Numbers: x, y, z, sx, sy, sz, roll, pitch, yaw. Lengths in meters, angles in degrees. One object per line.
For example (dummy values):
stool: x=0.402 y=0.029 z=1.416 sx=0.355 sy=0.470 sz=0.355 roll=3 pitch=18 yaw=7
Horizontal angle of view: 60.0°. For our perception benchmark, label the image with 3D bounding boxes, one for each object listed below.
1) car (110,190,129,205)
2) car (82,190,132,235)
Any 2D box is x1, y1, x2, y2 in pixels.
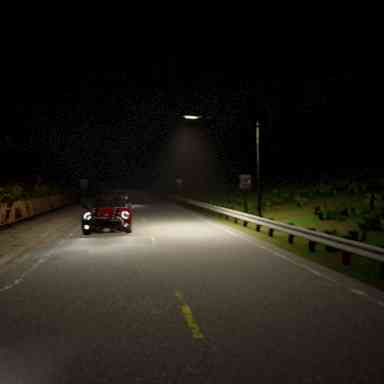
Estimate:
car: x=-8.134 y=0.557 z=37.659 sx=1.882 sy=1.535 sz=5.008 roll=-1 pitch=1 yaw=-11
car: x=-4.017 y=0.960 z=16.105 sx=2.097 sy=1.767 sz=4.553 roll=-1 pitch=2 yaw=-11
